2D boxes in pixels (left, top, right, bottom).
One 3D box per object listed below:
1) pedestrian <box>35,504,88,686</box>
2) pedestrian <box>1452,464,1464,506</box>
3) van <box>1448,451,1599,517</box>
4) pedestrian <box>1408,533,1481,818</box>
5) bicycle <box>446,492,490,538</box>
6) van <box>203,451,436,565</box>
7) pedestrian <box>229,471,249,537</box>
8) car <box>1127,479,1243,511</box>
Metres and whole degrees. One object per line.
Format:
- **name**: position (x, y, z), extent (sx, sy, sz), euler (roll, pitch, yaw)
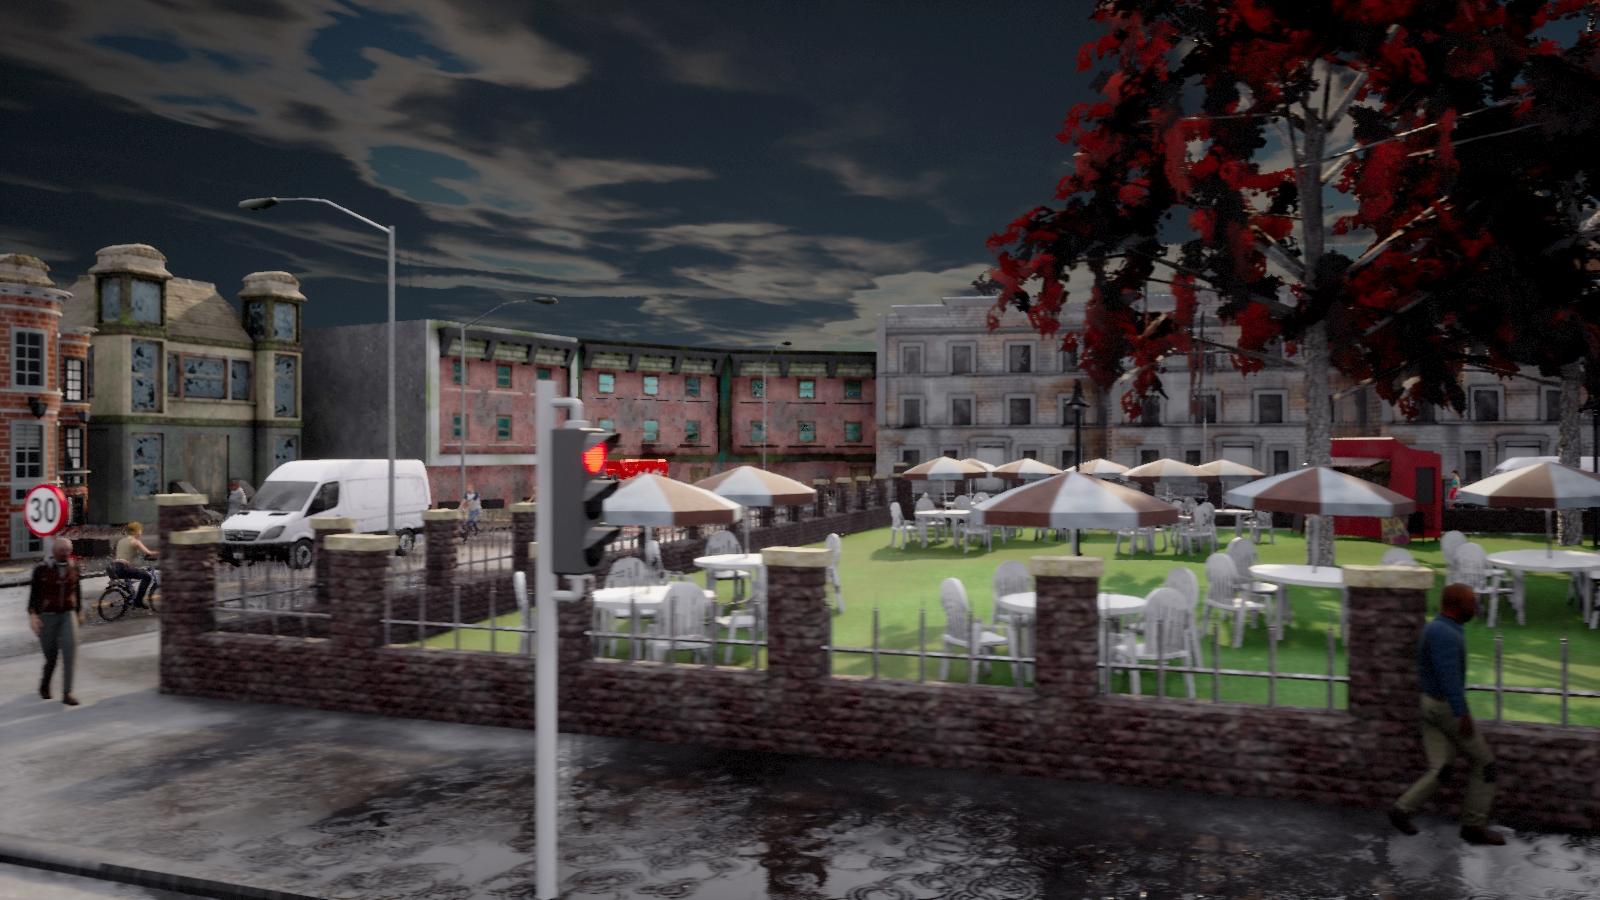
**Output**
- **pedestrian**: position (-7.838, 1.517, 12.127), extent (0.375, 1.860, 0.375), euler (0, 0, 39)
- **pedestrian**: position (28.871, 1.530, 50.131), extent (0.375, 1.860, 0.375), euler (0, 0, 11)
- **van**: position (29.430, 1.319, 45.614), extent (5.915, 2.561, 1.988), euler (0, 0, 19)
- **pedestrian**: position (4.412, 1.517, 7.835), extent (0.375, 1.860, 0.375), euler (0, 0, 20)
- **bicycle**: position (-9.966, 1.939, 34.318), extent (0.373, 1.296, 1.643), euler (0, 0, 19)
- **van**: position (-11.889, 1.317, 28.893), extent (1.988, 2.561, 5.915), euler (0, 0, 19)
- **pedestrian**: position (-15.935, 1.528, 32.459), extent (0.375, 1.860, 0.375), euler (0, 0, 24)
- **car**: position (16.798, 1.940, 49.960), extent (4.718, 1.301, 1.895), euler (0, 0, 19)
